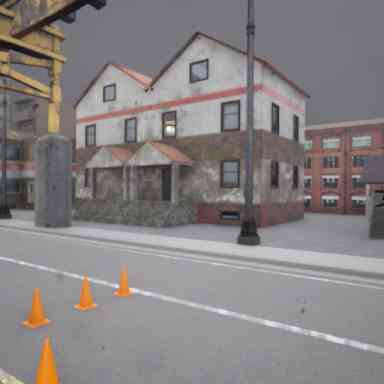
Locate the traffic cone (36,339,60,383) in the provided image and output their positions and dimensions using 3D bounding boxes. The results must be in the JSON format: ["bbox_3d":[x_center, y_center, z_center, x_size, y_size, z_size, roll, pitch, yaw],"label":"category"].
[{"bbox_3d":[-1.627,1.954,3.730,0.340,0.580,0.340,0,0,36],"label":"traffic cone"}]

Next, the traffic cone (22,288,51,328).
[{"bbox_3d":[-2.665,1.952,5.710,0.340,0.580,0.340,0,0,36],"label":"traffic cone"}]

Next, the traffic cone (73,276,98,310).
[{"bbox_3d":[-2.080,1.952,6.521,0.340,0.580,0.340,0,0,36],"label":"traffic cone"}]

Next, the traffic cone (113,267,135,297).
[{"bbox_3d":[-1.496,1.952,7.333,0.340,0.580,0.340,0,0,36],"label":"traffic cone"}]
